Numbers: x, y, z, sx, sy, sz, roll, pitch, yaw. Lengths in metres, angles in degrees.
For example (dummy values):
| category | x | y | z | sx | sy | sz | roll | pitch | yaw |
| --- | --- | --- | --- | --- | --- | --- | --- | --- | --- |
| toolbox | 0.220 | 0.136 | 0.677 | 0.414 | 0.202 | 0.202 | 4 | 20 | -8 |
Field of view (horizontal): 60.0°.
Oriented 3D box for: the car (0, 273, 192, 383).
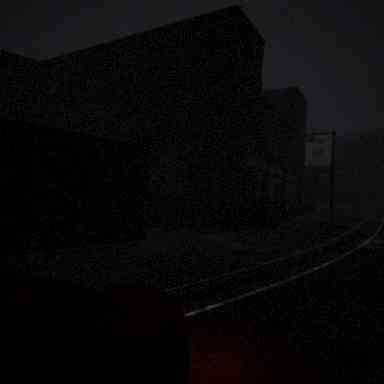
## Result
| category | x | y | z | sx | sy | sz | roll | pitch | yaw |
| --- | --- | --- | --- | --- | --- | --- | --- | --- | --- |
| car | -2.325 | 1.500 | 2.465 | 5.008 | 1.535 | 1.882 | 0 | 0 | -37 |
